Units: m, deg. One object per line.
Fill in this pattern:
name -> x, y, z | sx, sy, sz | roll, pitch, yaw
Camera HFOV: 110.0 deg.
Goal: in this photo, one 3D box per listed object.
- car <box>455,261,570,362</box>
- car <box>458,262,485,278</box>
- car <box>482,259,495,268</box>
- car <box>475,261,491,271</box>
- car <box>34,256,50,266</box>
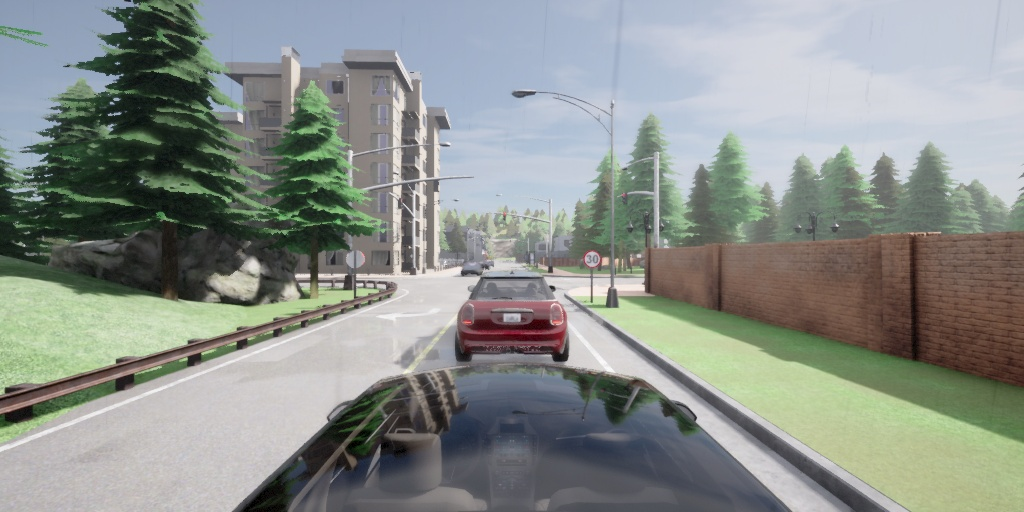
car -> 0.002, 1.102, 8.402 | 2.097, 1.767, 4.553 | 0, 0, 0
car -> -3.904, 1.297, 35.423 | 2.033, 1.411, 5.357 | 0, 0, 0
car -> -4.122, 1.314, 63.073 | 1.994, 1.385, 4.181 | 0, 0, 0
car -> -4.038, 1.351, 50.609 | 1.895, 1.301, 4.718 | 0, 0, -1
car -> -30.940, 0.987, 24.700 | 5.566, 2.045, 2.150 | 0, 0, -1
